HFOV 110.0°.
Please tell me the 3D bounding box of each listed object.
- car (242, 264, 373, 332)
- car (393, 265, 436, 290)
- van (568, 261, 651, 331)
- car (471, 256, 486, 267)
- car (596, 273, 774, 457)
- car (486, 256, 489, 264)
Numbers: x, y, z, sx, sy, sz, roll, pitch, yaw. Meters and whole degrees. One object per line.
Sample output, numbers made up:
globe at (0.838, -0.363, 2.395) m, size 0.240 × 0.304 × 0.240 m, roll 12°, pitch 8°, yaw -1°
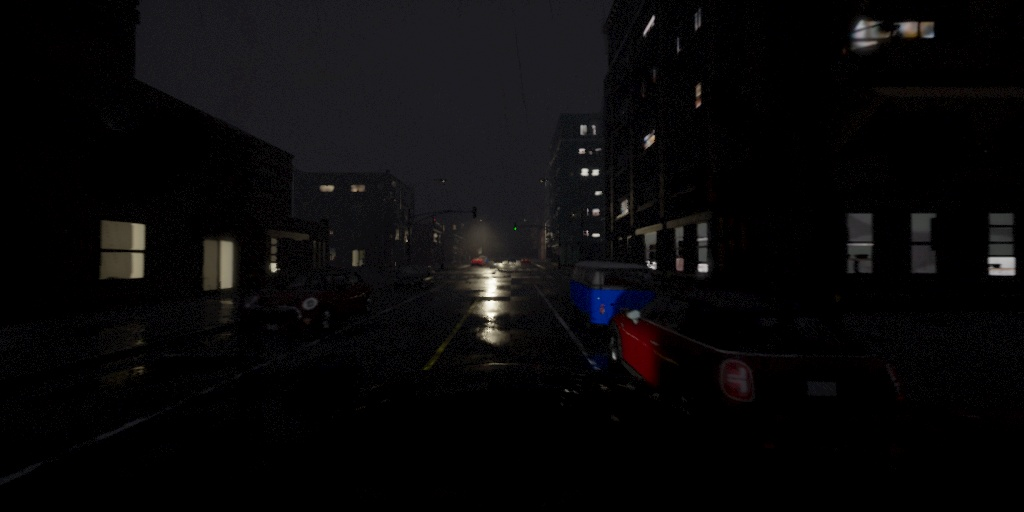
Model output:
car at (-5.690, 1.153, 10.483) m, size 1.967 × 1.591 × 4.097 m, roll 0°, pitch 0°, yaw 0°
car at (-5.690, 1.217, 21.297) m, size 2.007 × 1.370 × 4.403 m, roll 0°, pitch 0°, yaw 0°
van at (2.691, 1.053, 10.475) m, size 1.690 × 1.789 × 3.998 m, roll 0°, pitch 0°, yaw 0°
car at (-5.766, 1.048, 59.252) m, size 1.888 × 1.381 × 4.507 m, roll 0°, pitch 0°, yaw 0°
car at (2.691, 1.175, 5.068) m, size 1.967 × 1.591 × 4.097 m, roll 0°, pitch 0°, yaw 0°
car at (-5.690, 1.024, 64.934) m, size 1.888 × 1.381 × 4.507 m, roll 0°, pitch 0°, yaw 0°
